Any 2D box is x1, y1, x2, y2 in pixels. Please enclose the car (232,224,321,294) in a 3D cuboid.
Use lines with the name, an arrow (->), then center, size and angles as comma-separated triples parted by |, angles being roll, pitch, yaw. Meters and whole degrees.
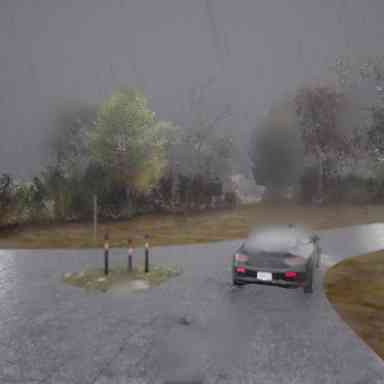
car -> 2.416, 1.600, 9.056 | 1.812, 1.442, 4.674 | 0, 0, 23
